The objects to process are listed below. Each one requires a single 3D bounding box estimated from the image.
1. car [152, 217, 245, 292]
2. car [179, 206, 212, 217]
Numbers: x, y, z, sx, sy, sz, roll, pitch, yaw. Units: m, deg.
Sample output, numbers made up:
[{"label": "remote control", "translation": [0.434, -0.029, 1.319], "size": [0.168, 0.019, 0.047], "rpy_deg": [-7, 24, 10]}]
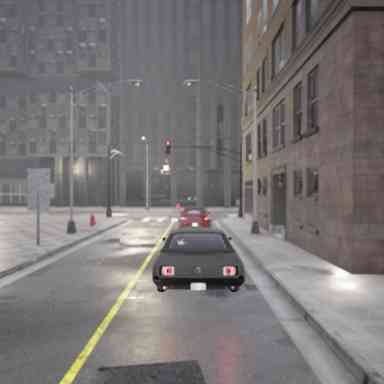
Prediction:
[{"label": "car", "translation": [0.132, 1.595, 8.836], "size": [1.895, 1.301, 4.718], "rpy_deg": [0, 0, 0]}, {"label": "car", "translation": [0.194, 1.512, 19.295], "size": [1.812, 1.442, 4.674], "rpy_deg": [0, 0, 1]}]
